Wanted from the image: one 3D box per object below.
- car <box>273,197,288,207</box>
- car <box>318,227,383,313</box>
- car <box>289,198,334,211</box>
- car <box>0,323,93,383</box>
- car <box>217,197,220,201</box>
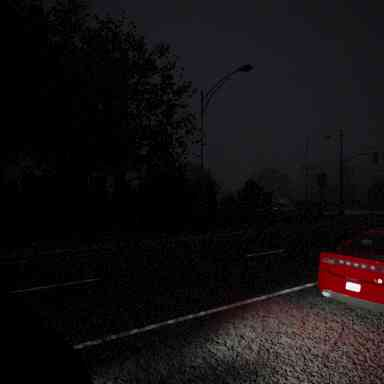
[{"bbox_3d":[12.560,1.518,49.837,1.812,1.442,4.674,0,0,-32],"label":"car"},{"bbox_3d":[4.783,1.477,7.136,5.008,1.535,1.882,0,0,-35],"label":"car"},{"bbox_3d":[14.476,1.476,39.839,1.882,1.535,5.008,0,0,-33],"label":"car"},{"bbox_3d":[-2.969,1.492,1.636,4.902,1.511,2.128,0,0,-35],"label":"car"},{"bbox_3d":[3.925,1.453,56.649,1.812,1.442,4.674,0,1,-32],"label":"car"}]
